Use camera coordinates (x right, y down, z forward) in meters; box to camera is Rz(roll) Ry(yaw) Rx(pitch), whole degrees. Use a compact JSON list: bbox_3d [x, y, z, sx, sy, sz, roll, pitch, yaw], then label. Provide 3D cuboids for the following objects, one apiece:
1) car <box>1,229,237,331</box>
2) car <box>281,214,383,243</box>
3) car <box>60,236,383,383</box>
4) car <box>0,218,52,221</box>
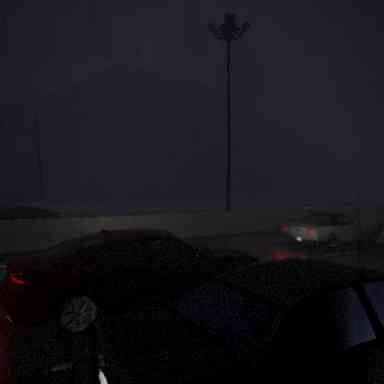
[{"bbox_3d":[-0.907,1.477,6.624,5.008,1.535,1.882,0,0,-27],"label":"car"},{"bbox_3d":[6.237,1.600,14.591,4.718,1.301,1.895,0,0,-30],"label":"car"},{"bbox_3d":[1.485,1.547,3.881,5.357,1.411,2.033,0,0,-29],"label":"car"},{"bbox_3d":[-9.692,1.505,18.060,4.892,1.490,1.837,0,0,-27],"label":"car"}]
